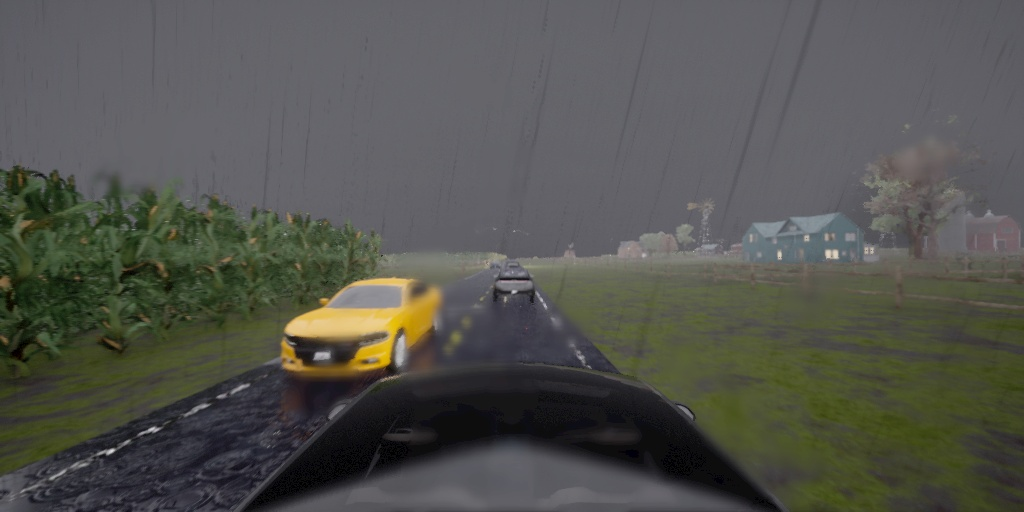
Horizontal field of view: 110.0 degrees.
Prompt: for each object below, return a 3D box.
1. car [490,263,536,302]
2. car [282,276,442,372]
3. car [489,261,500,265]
[{"bbox_3d":[0.092,1.289,17.213,2.128,1.511,4.902,0,0,0],"label":"car"},{"bbox_3d":[-2.853,1.247,7.922,1.882,1.535,5.008,0,0,0],"label":"car"},{"bbox_3d":[-2.777,1.478,60.535,2.033,1.411,5.357,0,0,-2],"label":"car"}]
